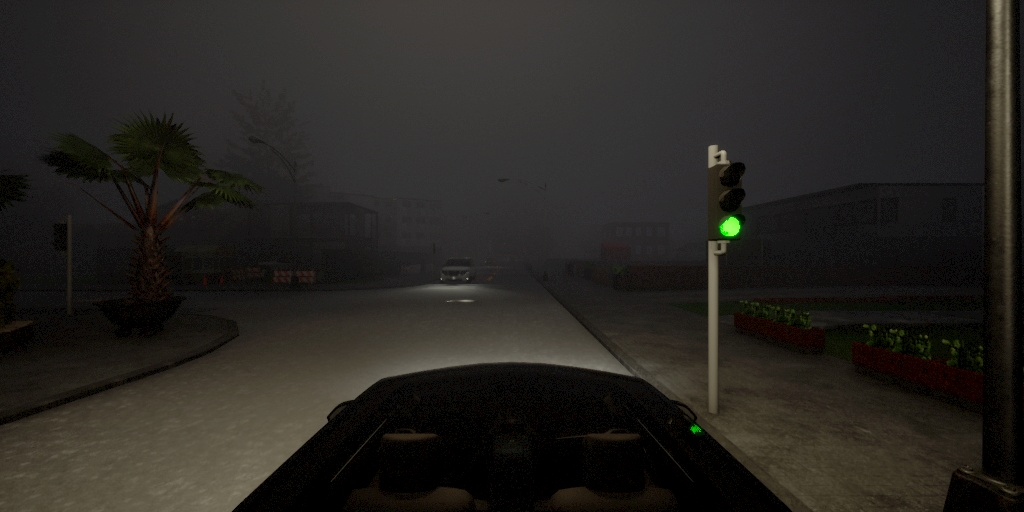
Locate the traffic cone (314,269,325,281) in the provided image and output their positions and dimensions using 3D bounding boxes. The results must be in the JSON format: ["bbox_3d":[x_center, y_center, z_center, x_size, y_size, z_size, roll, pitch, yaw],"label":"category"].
[{"bbox_3d":[-15.750,1.561,29.347,0.344,0.586,0.344,0,0,0],"label":"traffic cone"}]

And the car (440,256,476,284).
[{"bbox_3d":[-3.996,1.086,27.346,2.150,2.045,5.566,0,1,0],"label":"car"}]

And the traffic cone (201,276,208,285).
[{"bbox_3d":[-20.317,1.597,23.744,0.344,0.586,0.344,0,0,0],"label":"traffic cone"}]

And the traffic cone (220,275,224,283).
[{"bbox_3d":[-19.797,1.568,24.464,0.344,0.586,0.344,0,0,0],"label":"traffic cone"}]
